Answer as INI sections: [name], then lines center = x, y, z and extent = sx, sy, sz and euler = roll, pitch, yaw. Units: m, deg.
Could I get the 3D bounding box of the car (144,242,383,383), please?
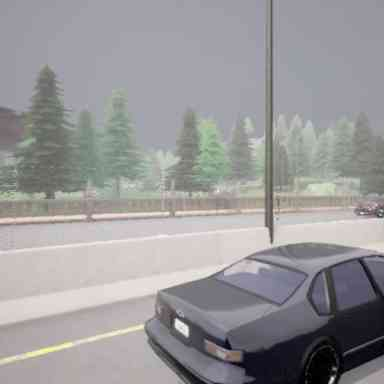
[car]
center = 2.030, 1.496, 4.913
extent = 5.357, 1.411, 2.033
euler = 0, 1, -32
